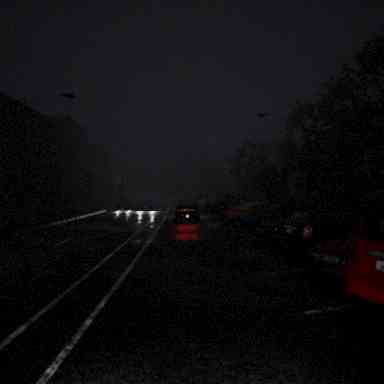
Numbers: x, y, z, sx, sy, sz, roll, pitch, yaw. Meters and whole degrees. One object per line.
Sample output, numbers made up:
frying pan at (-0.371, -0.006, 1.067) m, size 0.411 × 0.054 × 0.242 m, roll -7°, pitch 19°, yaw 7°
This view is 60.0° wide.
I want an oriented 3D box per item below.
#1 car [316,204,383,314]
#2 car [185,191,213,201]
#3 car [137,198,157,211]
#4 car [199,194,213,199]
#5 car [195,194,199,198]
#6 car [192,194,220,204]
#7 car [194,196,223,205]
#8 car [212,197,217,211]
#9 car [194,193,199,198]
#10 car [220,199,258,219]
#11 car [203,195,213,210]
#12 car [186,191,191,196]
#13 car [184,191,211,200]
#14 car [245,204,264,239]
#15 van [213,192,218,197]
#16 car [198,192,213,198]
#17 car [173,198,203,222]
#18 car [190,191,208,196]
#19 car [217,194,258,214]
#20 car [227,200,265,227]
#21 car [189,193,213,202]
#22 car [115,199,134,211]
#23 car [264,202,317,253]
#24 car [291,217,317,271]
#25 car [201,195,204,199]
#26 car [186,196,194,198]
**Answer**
car at (5.318, 1.218, 5.801) m, size 5.566 × 2.045 × 2.435 m, roll 1°, pitch 0°, yaw -21°
car at (1.518, 0.866, 73.994) m, size 5.566 × 2.045 × 2.435 m, roll 0°, pitch 2°, yaw -26°
car at (-5.427, 1.490, 40.352) m, size 1.812 × 1.442 × 4.674 m, roll 0°, pitch 0°, yaw -3°
car at (4.107, 1.440, 44.461) m, size 5.366 × 1.575 × 1.946 m, roll 1°, pitch 0°, yaw -24°
car at (3.549, 1.442, 50.315) m, size 5.008 × 1.535 × 2.097 m, roll 1°, pitch 0°, yaw -24°
car at (2.617, 1.233, 62.162) m, size 4.553 × 1.767 × 2.185 m, roll 0°, pitch 1°, yaw -25°
car at (2.913, 1.425, 59.229) m, size 4.792 × 1.488 × 2.163 m, roll 0°, pitch 0°, yaw -25°
car at (4.702, 1.435, 29.545) m, size 5.008 × 1.535 × 2.097 m, roll 1°, pitch 0°, yaw -23°
car at (3.353, 1.438, 53.278) m, size 4.892 × 1.521 × 2.231 m, roll 1°, pitch 1°, yaw -24°
car at (4.907, 1.438, 23.611) m, size 5.008 × 1.535 × 2.097 m, roll 1°, pitch 0°, yaw -22°
car at (4.284, 1.438, 38.448) m, size 5.008 × 1.535 × 2.097 m, roll 1°, pitch 0°, yaw -23°
car at (2.364, 1.062, 65.119) m, size 5.566 × 2.045 × 2.435 m, roll 0°, pitch 1°, yaw -25°
car at (1.261, 0.792, 76.984) m, size 5.566 × 2.045 × 2.435 m, roll 0°, pitch 1°, yaw -26°
car at (5.164, 1.451, 14.696) m, size 4.892 × 1.521 × 2.231 m, roll 1°, pitch 0°, yaw -21°
van at (4.676, 1.211, 32.568) m, size 4.442 × 1.987 × 1.878 m, roll 1°, pitch 0°, yaw -23°
car at (3.781, 1.316, 47.357) m, size 4.553 × 1.767 × 2.185 m, roll 1°, pitch 0°, yaw -24°
car at (-0.406, 1.458, 25.692) m, size 1.837 × 1.490 × 4.892 m, roll 0°, pitch 0°, yaw -2°
car at (3.150, 1.170, 56.261) m, size 5.566 × 2.045 × 2.435 m, roll 1°, pitch 0°, yaw -25°
car at (4.779, 1.310, 26.573) m, size 4.553 × 1.767 × 2.185 m, roll 1°, pitch 0°, yaw -22°
car at (4.977, 1.470, 20.629) m, size 4.792 × 1.488 × 2.163 m, roll 1°, pitch 0°, yaw -22°
car at (1.862, 1.064, 71.071) m, size 4.553 × 1.767 × 2.185 m, roll 0°, pitch 2°, yaw -26°
car at (-8.282, 1.517, 41.311) m, size 2.033 × 1.411 × 5.357 m, roll 0°, pitch 0°, yaw -3°
car at (5.181, 1.329, 11.722) m, size 4.553 × 1.767 × 2.185 m, roll 1°, pitch 0°, yaw -21°
car at (5.259, 1.502, 8.756) m, size 4.674 × 1.452 × 2.002 m, roll 1°, pitch 0°, yaw -21°
car at (4.105, 1.439, 41.420) m, size 5.008 × 1.535 × 2.097 m, roll 1°, pitch 0°, yaw -23°
car at (-1.141, 1.523, 41.320) m, size 1.994 × 1.385 × 4.181 m, roll 0°, pitch 0°, yaw -3°
